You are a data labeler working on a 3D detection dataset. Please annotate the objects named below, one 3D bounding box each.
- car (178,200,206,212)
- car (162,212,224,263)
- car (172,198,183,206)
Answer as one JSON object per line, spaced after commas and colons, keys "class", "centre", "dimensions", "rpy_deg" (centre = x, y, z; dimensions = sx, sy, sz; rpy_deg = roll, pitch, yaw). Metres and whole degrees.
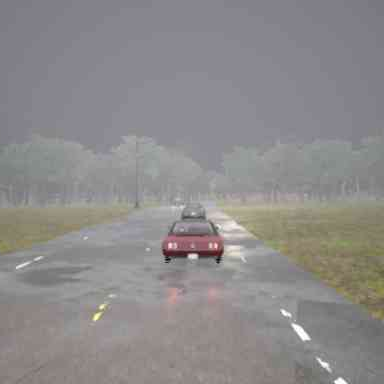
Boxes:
{"class": "car", "centre": [0.162, 1.624, 27.672], "dimensions": [1.994, 1.385, 4.181], "rpy_deg": [0, 0, 2]}
{"class": "car", "centre": [0.050, 1.627, 12.069], "dimensions": [1.895, 1.301, 4.718], "rpy_deg": [0, 0, 1]}
{"class": "car", "centre": [-2.387, 1.775, 58.932], "dimensions": [1.812, 1.442, 4.674], "rpy_deg": [0, -1, 3]}
